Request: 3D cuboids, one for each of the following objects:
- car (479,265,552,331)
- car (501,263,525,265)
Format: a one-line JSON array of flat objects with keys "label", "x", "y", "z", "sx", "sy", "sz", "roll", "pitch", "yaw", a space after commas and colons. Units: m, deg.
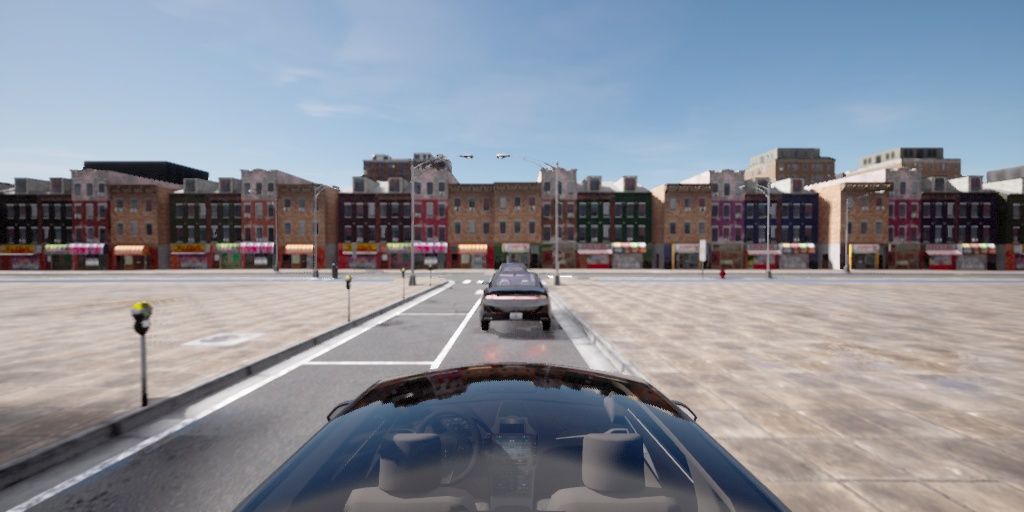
[{"label": "car", "x": 0.091, "y": 1.188, "z": 10.803, "sx": 2.128, "sy": 1.511, "sz": 4.902, "roll": 0, "pitch": 0, "yaw": 0}, {"label": "car", "x": 0.043, "y": 1.139, "z": 20.073, "sx": 2.128, "sy": 1.511, "sz": 4.902, "roll": 0, "pitch": 0, "yaw": -1}]
